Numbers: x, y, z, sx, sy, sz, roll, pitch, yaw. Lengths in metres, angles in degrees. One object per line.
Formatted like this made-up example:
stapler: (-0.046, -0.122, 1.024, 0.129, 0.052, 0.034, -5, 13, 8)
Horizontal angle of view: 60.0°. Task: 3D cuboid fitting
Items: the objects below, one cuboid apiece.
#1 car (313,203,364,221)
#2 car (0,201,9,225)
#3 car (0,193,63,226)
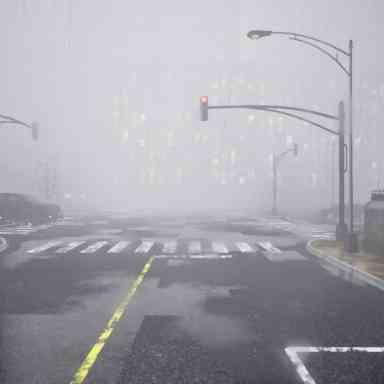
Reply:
car: (13.163, 1.694, 29.036, 4.892, 1.490, 1.837, 1, 0, -1)
car: (-13.635, 1.385, 18.629, 5.357, 1.411, 2.033, 1, 0, -1)
car: (-11.509, 1.092, 21.917, 5.566, 2.045, 2.150, 1, 0, -1)
